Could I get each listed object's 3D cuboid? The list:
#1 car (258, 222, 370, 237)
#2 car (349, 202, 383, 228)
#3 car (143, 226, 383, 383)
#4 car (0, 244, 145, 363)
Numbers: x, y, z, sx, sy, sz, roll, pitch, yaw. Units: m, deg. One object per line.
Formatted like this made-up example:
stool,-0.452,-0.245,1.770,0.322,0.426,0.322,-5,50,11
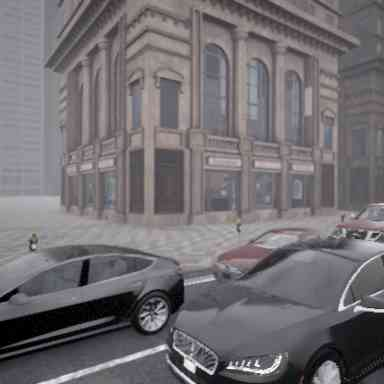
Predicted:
car,2.456,1.577,8.398,4.206,1.307,1.802,0,0,-36
car,7.017,1.305,11.650,5.009,1.841,2.192,0,0,-36
car,1.952,1.501,4.772,4.892,1.490,1.837,0,0,-36
car,-2.104,1.565,5.145,4.313,1.339,1.947,0,0,-36
